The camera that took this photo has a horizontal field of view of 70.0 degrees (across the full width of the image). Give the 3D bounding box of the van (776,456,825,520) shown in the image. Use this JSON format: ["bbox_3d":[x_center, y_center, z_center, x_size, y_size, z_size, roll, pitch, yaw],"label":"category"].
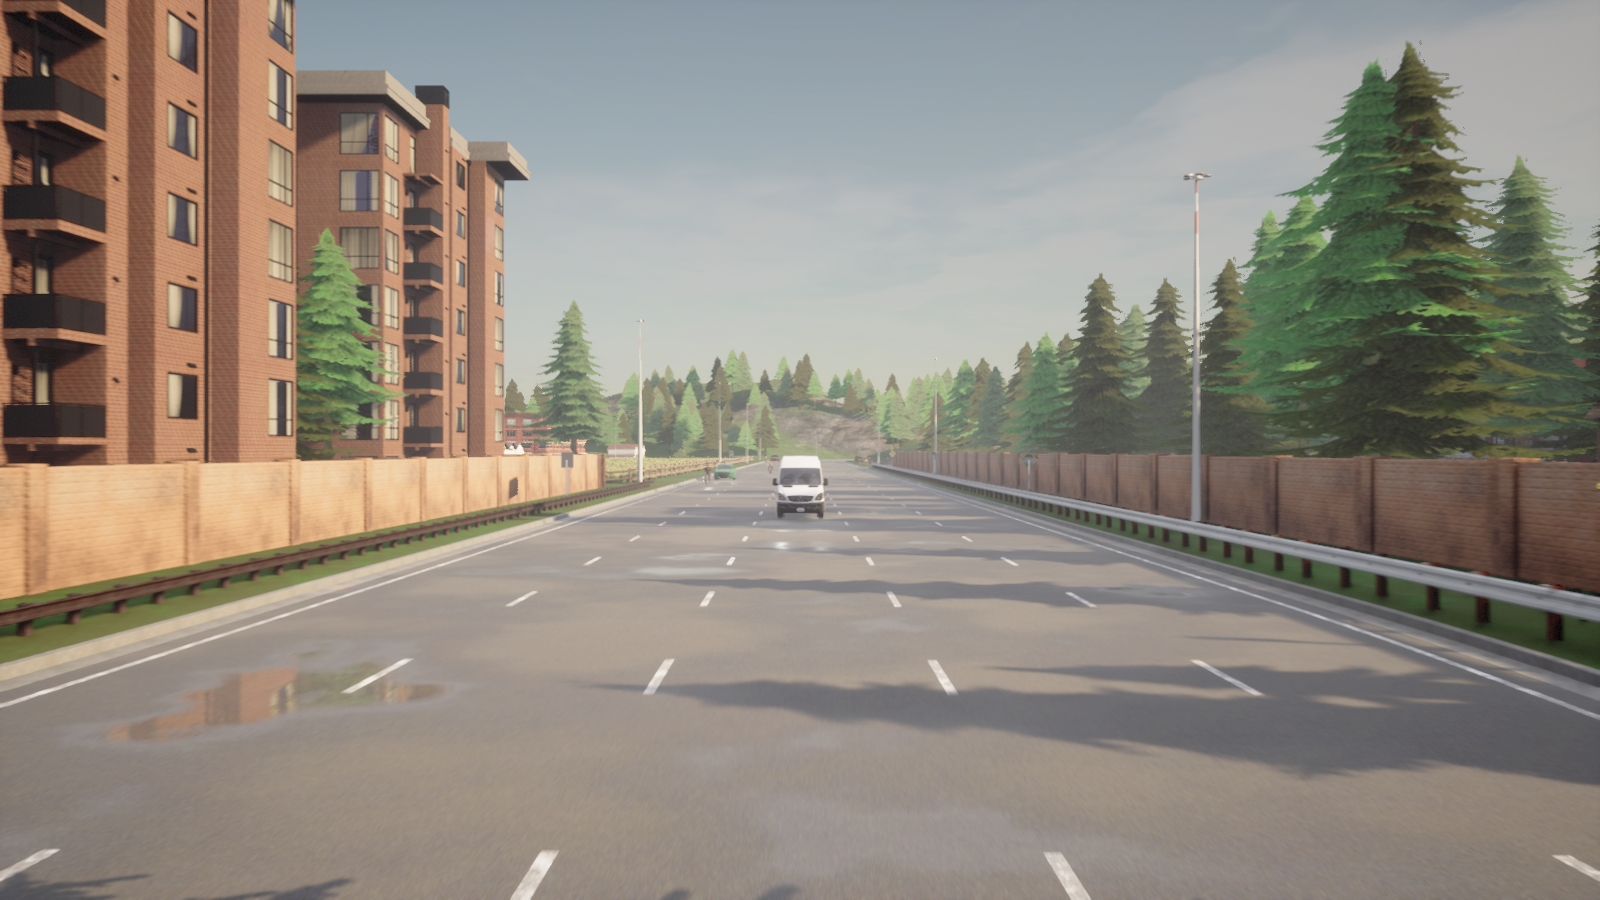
[{"bbox_3d":[0.025,1.534,48.988,1.988,2.561,5.915,0,0,0],"label":"van"}]
